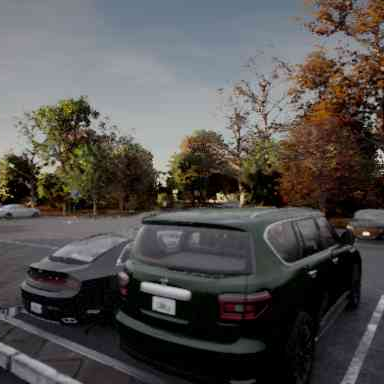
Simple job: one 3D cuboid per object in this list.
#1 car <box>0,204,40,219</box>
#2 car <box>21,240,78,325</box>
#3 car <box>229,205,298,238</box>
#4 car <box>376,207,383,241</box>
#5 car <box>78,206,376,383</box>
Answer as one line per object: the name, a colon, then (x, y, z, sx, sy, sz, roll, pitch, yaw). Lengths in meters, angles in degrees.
car: (-18.843, 2.132, 35.985, 2.002, 1.452, 4.674, -1, -1, 36)
car: (-1.030, 1.544, 7.174, 2.231, 1.521, 4.892, -1, -1, 36)
car: (4.326, 1.584, 19.424, 2.097, 1.535, 5.008, -1, -1, 36)
car: (8.862, 1.504, 16.195, 2.097, 1.535, 5.008, -1, -1, 36)
car: (1.266, 1.253, 5.576, 2.435, 2.045, 5.566, -1, -1, 36)
